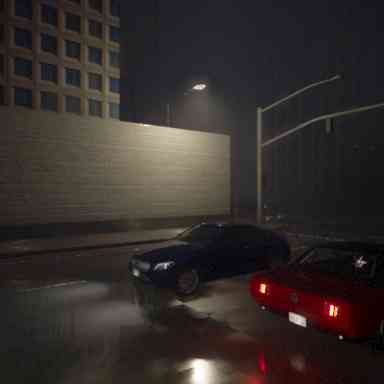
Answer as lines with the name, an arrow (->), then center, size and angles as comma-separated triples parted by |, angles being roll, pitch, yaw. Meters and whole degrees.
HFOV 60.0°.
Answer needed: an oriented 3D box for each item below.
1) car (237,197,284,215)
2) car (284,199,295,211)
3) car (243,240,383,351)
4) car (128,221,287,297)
car -> 6.800, 1.423, 34.659 | 2.097, 1.767, 4.553 | 0, 0, -35
car -> 10.552, 1.567, 41.939 | 2.128, 1.511, 4.902 | 0, 0, -37
car -> 3.389, 1.605, 6.200 | 4.718, 1.301, 1.895 | 0, 0, -35
car -> 0.655, 1.529, 8.746 | 4.674, 1.442, 1.812 | 0, 0, -35
